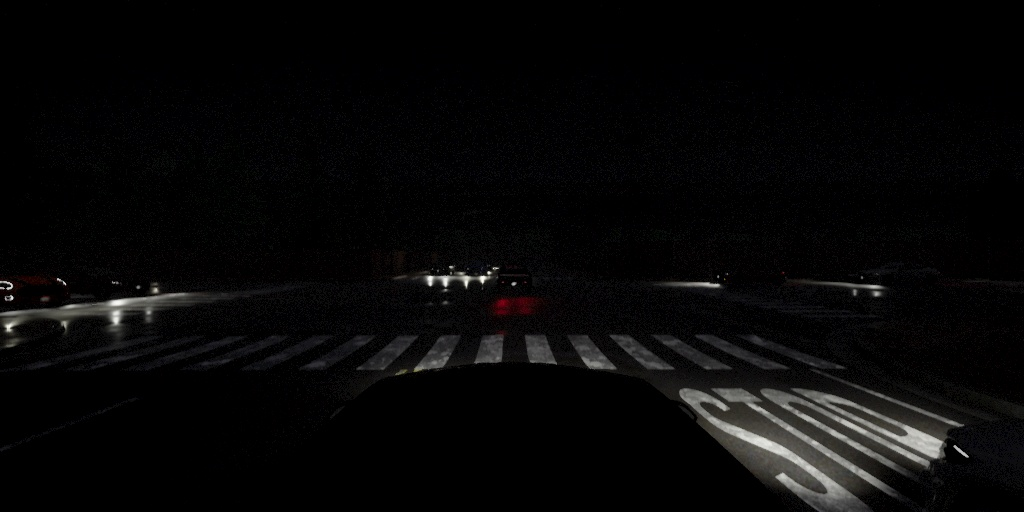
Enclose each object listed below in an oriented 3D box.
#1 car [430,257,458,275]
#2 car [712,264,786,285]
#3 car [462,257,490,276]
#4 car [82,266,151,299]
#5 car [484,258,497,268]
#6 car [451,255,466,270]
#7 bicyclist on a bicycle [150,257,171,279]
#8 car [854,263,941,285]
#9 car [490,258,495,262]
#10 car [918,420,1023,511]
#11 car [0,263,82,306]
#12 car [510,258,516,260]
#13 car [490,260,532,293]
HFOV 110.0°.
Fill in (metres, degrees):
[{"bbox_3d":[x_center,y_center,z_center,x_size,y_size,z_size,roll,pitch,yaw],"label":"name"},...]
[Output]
[{"bbox_3d":[-7.108,1.179,36.919,1.837,1.490,4.892,0,0,1],"label":"car"},{"bbox_3d":[15.843,1.210,24.080,4.181,1.385,1.994,0,0,0],"label":"car"},{"bbox_3d":[-3.593,1.152,36.958,1.882,1.535,5.008,0,0,0],"label":"car"},{"bbox_3d":[-19.869,1.188,16.798,4.674,1.442,1.812,0,0,-1],"label":"car"},{"bbox_3d":[-3.547,1.102,59.939,1.882,1.535,5.008,0,0,1],"label":"car"},{"bbox_3d":[-7.091,0.873,47.018,2.150,2.045,5.566,0,0,1],"label":"car"},{"bbox_3d":[-27.269,0.939,27.800,0.582,1.620,1.656,0,0,0],"label":"bicyclist on a bicycle"},{"bbox_3d":[25.842,1.172,24.094,4.674,1.442,1.812,0,0,0],"label":"car"},{"bbox_3d":[-3.591,1.131,46.517,1.882,1.535,5.008,0,0,0],"label":"car"},{"bbox_3d":[3.587,1.279,0.346,1.812,1.442,4.674,0,0,0],"label":"car"},{"bbox_3d":[-19.576,1.022,13.285,4.553,1.767,2.097,0,0,-1],"label":"car"},{"bbox_3d":[0.099,1.141,64.350,1.812,1.442,4.674,0,0,0],"label":"car"},{"bbox_3d":[0.103,1.158,20.033,2.128,1.511,4.902,0,0,0],"label":"car"}]
